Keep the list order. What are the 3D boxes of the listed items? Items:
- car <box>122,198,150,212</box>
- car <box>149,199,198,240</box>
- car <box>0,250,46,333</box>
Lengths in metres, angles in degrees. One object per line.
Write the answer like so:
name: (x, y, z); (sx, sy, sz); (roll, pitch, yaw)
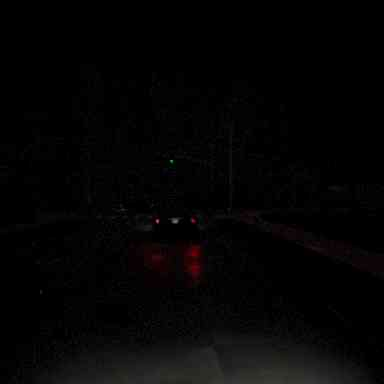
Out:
car: (-5.395, 1.374, 36.012); (5.357, 1.411, 2.033); (1, 1, 44)
car: (-0.874, 1.328, 16.892); (2.097, 1.767, 4.553); (0, 0, -4)
car: (-3.814, 1.565, 4.865); (1.994, 1.385, 4.181); (0, 0, -2)
